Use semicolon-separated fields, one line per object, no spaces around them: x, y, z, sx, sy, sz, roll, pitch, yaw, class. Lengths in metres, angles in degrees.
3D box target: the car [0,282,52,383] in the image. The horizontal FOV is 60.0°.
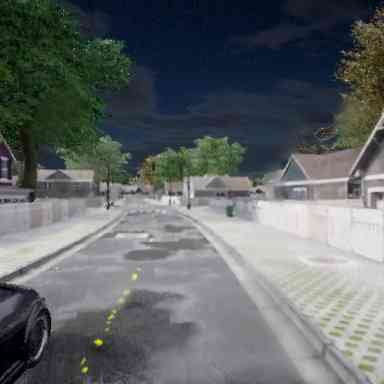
-2.933;1.590;2.981;1.994;1.385;4.181;0;0;-1;car
